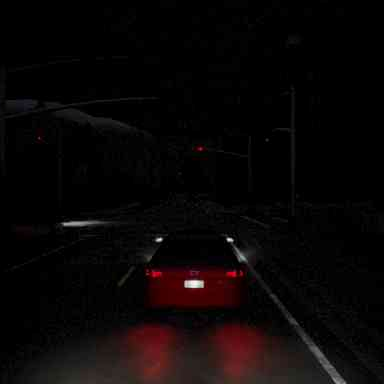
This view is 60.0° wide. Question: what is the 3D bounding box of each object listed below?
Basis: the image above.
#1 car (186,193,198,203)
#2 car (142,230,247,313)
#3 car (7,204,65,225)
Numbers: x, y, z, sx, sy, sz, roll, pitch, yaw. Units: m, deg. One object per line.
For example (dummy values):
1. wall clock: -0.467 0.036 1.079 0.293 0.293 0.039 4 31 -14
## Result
1. car: -0.009 1.221 67.380 2.150 2.045 5.566 0 0 0
2. car: 0.060 1.564 7.762 1.994 1.385 4.181 0 0 1
3. car: -11.094 1.545 23.222 4.181 1.385 1.994 0 0 -6
